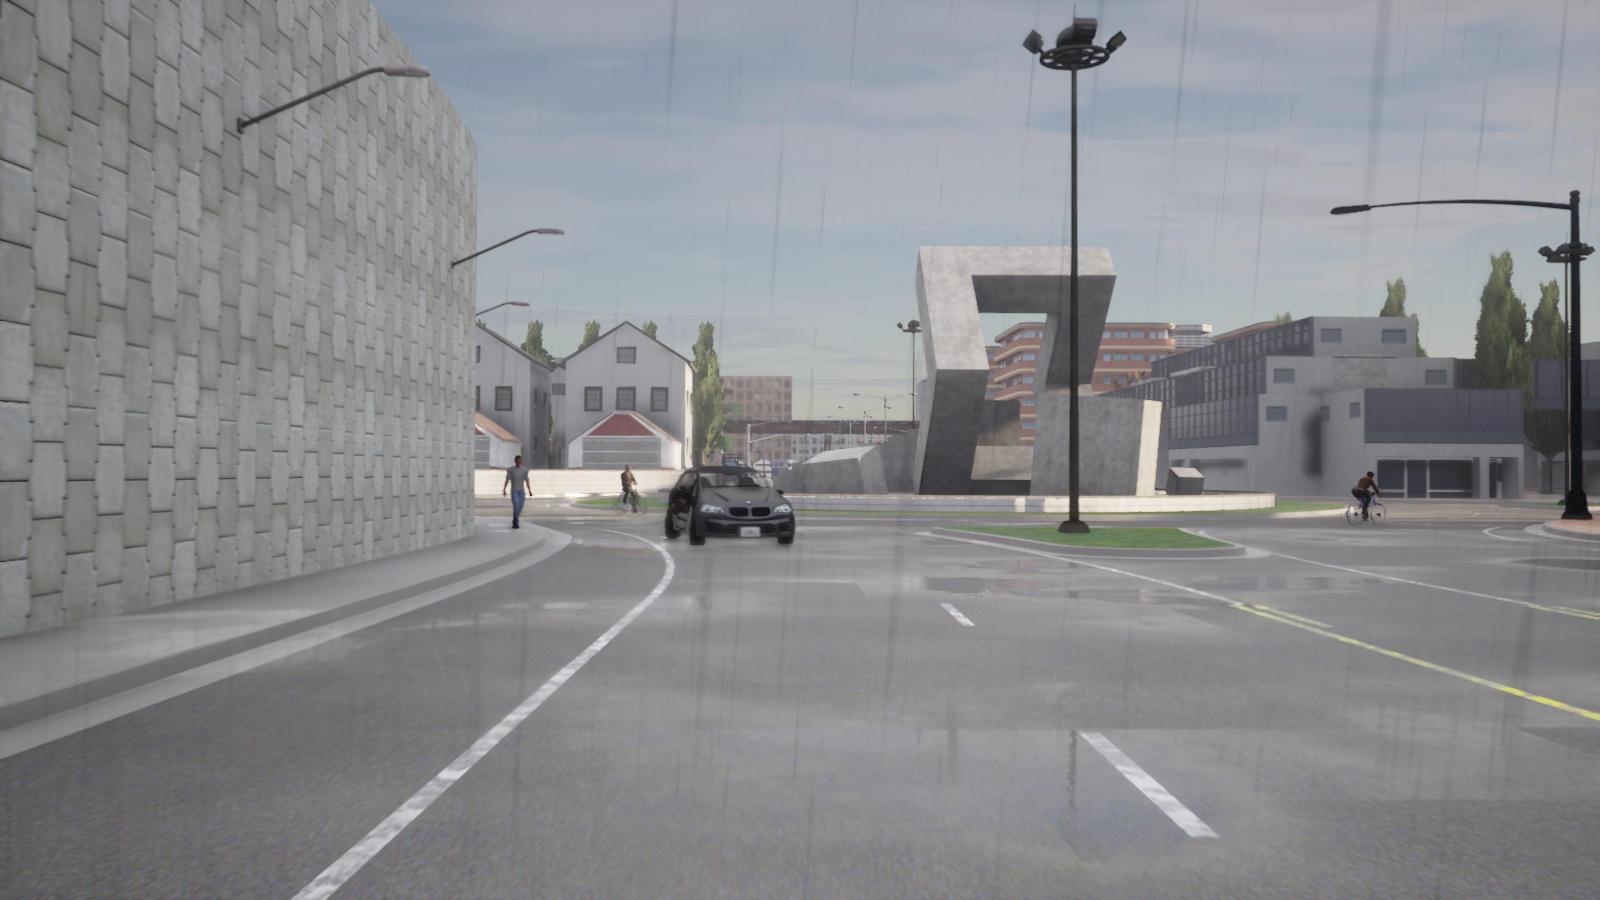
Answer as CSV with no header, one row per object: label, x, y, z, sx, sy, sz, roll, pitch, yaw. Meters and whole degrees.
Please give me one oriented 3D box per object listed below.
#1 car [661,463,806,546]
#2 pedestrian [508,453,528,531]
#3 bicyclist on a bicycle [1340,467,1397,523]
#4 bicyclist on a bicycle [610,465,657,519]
car,-1.581,1.128,27.668,2.242,1.667,4.611,0,-1,-16
pedestrian,-6.779,1.002,30.188,0.354,1.836,0.706,0,-1,-24
bicyclist on a bicycle,16.884,1.325,37.320,1.656,1.620,0.582,1,-2,-25
bicyclist on a bicycle,-5.683,1.425,42.844,0.659,1.776,1.843,0,-1,-41
